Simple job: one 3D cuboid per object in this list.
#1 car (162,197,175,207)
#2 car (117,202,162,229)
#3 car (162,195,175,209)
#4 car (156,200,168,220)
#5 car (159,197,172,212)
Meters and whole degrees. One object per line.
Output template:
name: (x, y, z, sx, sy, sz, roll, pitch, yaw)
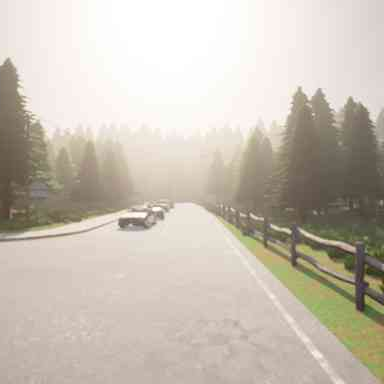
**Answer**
car: (-4.244, 1.776, 60.269, 2.097, 1.767, 4.553, 0, 0, -2)
car: (-3.695, 1.698, 23.438, 2.033, 1.411, 5.357, 0, 0, 3)
car: (-4.061, 1.576, 53.523, 2.150, 2.045, 5.566, 0, -1, -2)
car: (-3.541, 1.761, 30.675, 1.994, 1.385, 4.181, 0, 0, -2)
car: (-3.810, 1.779, 41.757, 1.837, 1.490, 4.892, 0, 0, -2)
